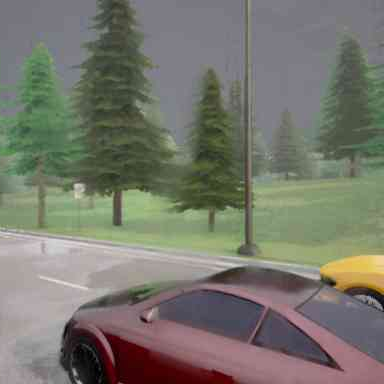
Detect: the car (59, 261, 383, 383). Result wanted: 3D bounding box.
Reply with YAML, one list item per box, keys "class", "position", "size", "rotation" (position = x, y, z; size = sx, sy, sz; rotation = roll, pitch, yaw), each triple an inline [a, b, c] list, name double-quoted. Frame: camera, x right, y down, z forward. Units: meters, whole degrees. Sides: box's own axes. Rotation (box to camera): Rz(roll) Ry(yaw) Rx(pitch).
- class: "car"
  position: [0.424, 1.568, 3.689]
  size: [4.181, 1.385, 1.994]
  rotation: [0, 0, 35]

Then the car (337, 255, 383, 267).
- class: "car"
  position: [4.556, 1.475, 5.041]
  size: [5.008, 1.535, 1.882]
  rotation: [0, 0, 35]
